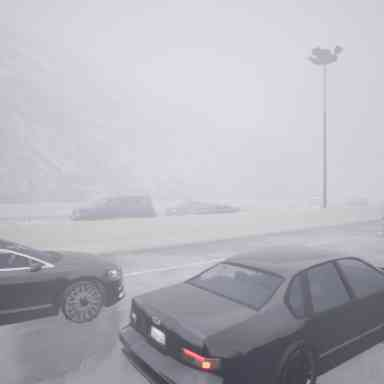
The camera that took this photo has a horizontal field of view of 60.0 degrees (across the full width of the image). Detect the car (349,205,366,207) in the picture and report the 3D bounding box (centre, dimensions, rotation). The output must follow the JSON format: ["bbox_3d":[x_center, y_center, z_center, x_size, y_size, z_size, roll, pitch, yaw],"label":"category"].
[{"bbox_3d":[25.294,1.483,50.203,1.882,1.535,5.008,0,0,41],"label":"car"}]

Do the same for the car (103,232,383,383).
[{"bbox_3d":[1.674,1.548,4.961,5.357,1.411,2.033,0,0,-36],"label":"car"}]

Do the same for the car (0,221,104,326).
[{"bbox_3d":[-3.552,1.492,5.512,4.902,1.511,2.128,0,0,-35],"label":"car"}]

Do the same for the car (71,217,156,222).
[{"bbox_3d":[-5.059,1.224,21.995,5.566,2.045,2.150,0,0,-37],"label":"car"}]

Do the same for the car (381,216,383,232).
[{"bbox_3d":[11.486,1.479,16.973,5.008,1.535,1.882,0,0,-39],"label":"car"}]

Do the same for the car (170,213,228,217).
[{"bbox_3d":[1.156,1.494,22.375,4.902,1.511,2.128,0,0,-39],"label":"car"}]
